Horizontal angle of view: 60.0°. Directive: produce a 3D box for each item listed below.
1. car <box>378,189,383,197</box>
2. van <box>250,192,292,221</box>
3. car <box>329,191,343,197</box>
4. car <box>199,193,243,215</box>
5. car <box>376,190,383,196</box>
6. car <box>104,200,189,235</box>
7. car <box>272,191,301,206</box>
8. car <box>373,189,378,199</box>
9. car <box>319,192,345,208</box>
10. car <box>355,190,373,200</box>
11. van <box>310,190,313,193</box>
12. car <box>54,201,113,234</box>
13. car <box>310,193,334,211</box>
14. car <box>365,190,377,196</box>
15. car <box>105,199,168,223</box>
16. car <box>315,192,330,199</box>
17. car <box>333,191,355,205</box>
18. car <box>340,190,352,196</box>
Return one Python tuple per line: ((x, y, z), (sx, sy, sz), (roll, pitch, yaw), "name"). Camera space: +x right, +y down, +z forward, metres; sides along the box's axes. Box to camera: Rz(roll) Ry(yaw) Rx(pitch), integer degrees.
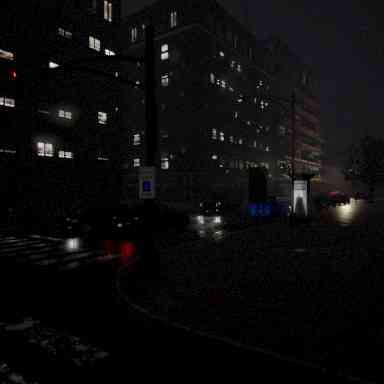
((41.792, 0.355, 74.333), (1.887, 1.381, 4.507), (1, 1, 36), "car")
((5.657, 1.008, 23.736), (1.690, 1.788, 3.998), (1, 1, 36), "van")
((32.227, 0.427, 74.499), (1.887, 1.381, 4.507), (1, 1, 36), "car")
((2.548, 0.987, 28.718), (2.097, 1.767, 4.553), (0, 1, 36), "car")
((45.077, 0.314, 78.932), (1.802, 1.307, 4.206), (1, 1, 36), "car")
((-2.032, 1.324, 17.409), (1.812, 1.442, 4.674), (0, 1, 36), "car")
((11.996, 0.763, 41.890), (2.097, 1.767, 4.553), (0, 1, 36), "car")
((31.937, 0.590, 60.535), (1.887, 1.381, 4.507), (1, 1, 36), "car")
((15.511, 0.979, 37.538), (1.887, 1.381, 4.507), (1, 1, 36), "car")
((28.652, 0.563, 55.934), (1.967, 1.590, 4.097), (1, 1, 36), "car")
((19.102, 0.536, 56.118), (1.690, 1.788, 3.998), (1, 1, 36), "van")
((-5.025, 1.290, 18.224), (1.882, 1.535, 5.008), (0, 1, 37), "car")
((12.226, 1.078, 32.939), (1.947, 1.339, 4.313), (1, 1, 36), "car")
((44.183, 0.215, 82.110), (1.994, 1.385, 4.181), (0, 1, 36), "car")
((-3.871, 1.283, 23.960), (1.887, 1.381, 4.507), (1, 1, 36), "car")
((25.664, 0.621, 65.311), (1.802, 1.307, 4.206), (1, 1, 36), "car")
((18.797, 0.923, 42.138), (1.947, 1.339, 4.313), (1, 1, 36), "car")
((38.791, 0.277, 83.688), (2.008, 1.369, 4.403), (1, 1, 36), "car")
